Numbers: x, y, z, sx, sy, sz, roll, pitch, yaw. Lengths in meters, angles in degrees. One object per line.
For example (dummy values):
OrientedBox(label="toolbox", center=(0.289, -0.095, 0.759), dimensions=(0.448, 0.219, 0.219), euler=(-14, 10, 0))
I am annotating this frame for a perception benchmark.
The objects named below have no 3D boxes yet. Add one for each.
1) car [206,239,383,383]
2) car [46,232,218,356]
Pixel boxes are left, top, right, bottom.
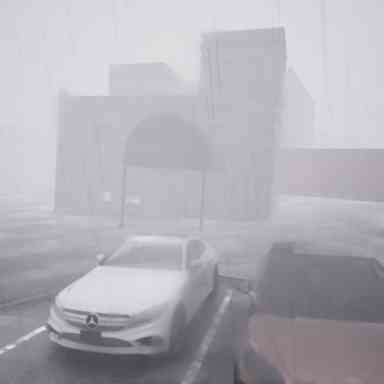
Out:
OrientedBox(label="car", center=(1.768, 1.508, 4.632), dimensions=(2.163, 1.488, 4.792), euler=(0, -1, 14))
OrientedBox(label="car", center=(-0.662, 1.541, 6.326), dimensions=(2.002, 1.452, 4.674), euler=(0, -1, 14))
